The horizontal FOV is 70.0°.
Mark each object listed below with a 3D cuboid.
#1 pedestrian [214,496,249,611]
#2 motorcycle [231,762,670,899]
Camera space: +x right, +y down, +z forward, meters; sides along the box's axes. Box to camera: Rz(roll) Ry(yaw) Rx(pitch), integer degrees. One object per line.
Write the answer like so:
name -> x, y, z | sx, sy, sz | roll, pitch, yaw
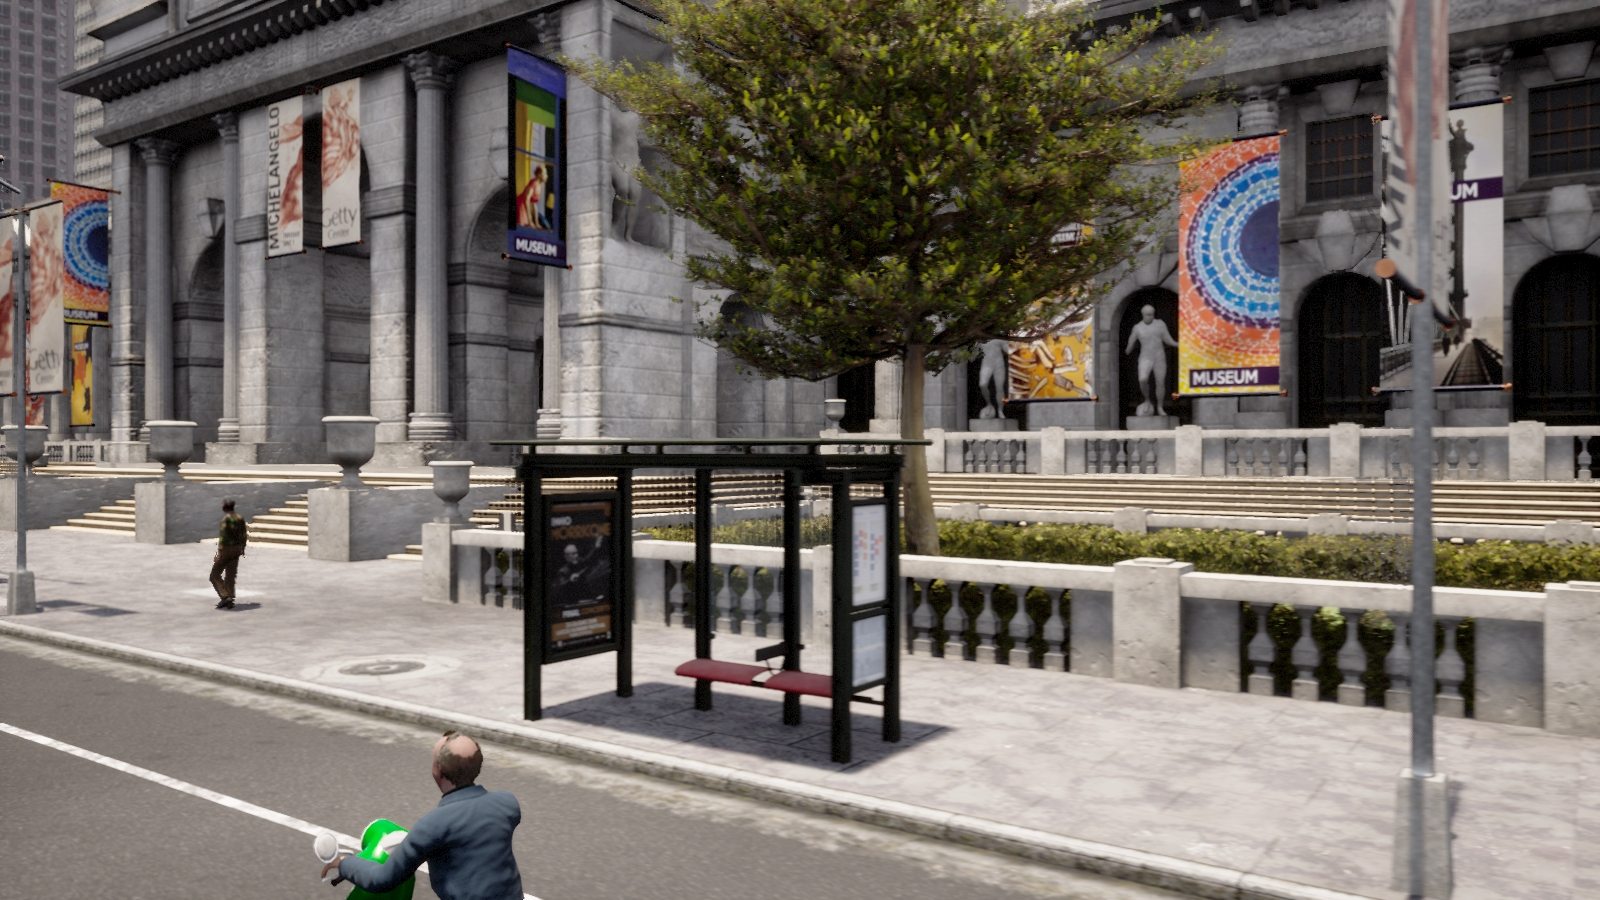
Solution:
pedestrian -> -9.381, 1.696, 18.858 | 0.375, 1.860, 0.375 | 0, 0, 23
motorcycle -> -1.521, 2.182, 4.860 | 1.805, 1.236, 0.856 | 0, 0, 35
